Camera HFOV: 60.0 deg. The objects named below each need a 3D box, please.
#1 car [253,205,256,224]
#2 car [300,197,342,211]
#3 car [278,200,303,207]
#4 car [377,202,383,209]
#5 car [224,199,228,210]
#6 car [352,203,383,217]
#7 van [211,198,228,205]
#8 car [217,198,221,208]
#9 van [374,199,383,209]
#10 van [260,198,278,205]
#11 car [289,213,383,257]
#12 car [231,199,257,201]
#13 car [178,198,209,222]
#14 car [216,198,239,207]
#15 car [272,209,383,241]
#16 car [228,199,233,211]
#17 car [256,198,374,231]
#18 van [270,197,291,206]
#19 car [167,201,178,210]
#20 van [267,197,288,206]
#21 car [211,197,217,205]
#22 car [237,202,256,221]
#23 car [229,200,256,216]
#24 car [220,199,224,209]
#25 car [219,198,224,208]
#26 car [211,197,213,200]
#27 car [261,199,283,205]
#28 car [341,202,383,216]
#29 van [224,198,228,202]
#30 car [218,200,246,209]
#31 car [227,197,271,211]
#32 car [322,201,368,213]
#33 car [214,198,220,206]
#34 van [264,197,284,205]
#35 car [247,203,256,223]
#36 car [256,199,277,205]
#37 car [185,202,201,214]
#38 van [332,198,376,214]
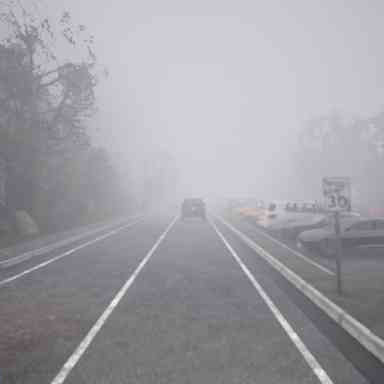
[{"bbox_3d":[7.060,1.791,21.949,5.366,1.575,1.946,0,0,0],"label":"car"},{"bbox_3d":[20.187,1.855,52.282,5.566,2.045,2.435,0,-1,0],"label":"car"},{"bbox_3d":[20.355,2.395,68.897,4.674,1.452,2.002,0,-1,0],"label":"car"},{"bbox_3d":[19.997,1.867,30.129,4.792,1.488,2.163,0,0,0],"label":"car"},{"bbox_3d":[7.095,2.022,44.147,4.792,1.488,2.163,0,-1,0],"label":"car"},{"bbox_3d":[20.103,1.911,35.793,4.792,1.488,2.163,0,0,1],"label":"car"},{"bbox_3d":[7.329,2.503,88.547,4.442,1.987,1.878,0,-2,0],"label":"van"},{"bbox_3d":[7.131,2.187,55.251,4.792,1.488,2.163,0,-1,0],"label":"car"},{"bbox_3d":[20.167,1.632,33.023,4.442,1.987,1.878,0,0,0],"label":"van"},{"bbox_3d":[20.407,2.489,88.273,4.442,1.987,1.878,0,-2,1],"label":"van"},{"bbox_3d":[6.774,1.772,13.623,4.792,1.488,2.163,0,0,0],"label":"car"},{"bbox_3d":[7.179,1.886,35.827,5.366,1.575,1.946,0,0,0],"label":"car"},{"bbox_3d":[0.135,1.561,30.392,2.150,2.045,5.566,0,-1,0],"label":"car"},{"bbox_3d":[7.248,2.239,69.132,4.553,1.767,2.185,0,-1,0],"label":"car"},{"bbox_3d":[6.833,1.760,16.399,5.008,1.535,2.097,0,0,0],"label":"car"},{"bbox_3d":[7.012,1.919,38.596,4.892,1.521,2.231,0,0,0],"label":"car"},{"bbox_3d":[6.880,1.526,19.176,5.566,2.045,2.435,0,0,0],"label":"car"},{"bbox_3d":[20.547,2.255,77.335,4.442,1.987,1.878,0,-1,0],"label":"van"},{"bbox_3d":[-3.159,2.201,56.152,1.812,1.442,4.674,0,-1,1],"label":"car"},{"bbox_3d":[20.569,2.294,79.979,4.442,1.987,1.878,0,-1,1],"label":"van"},{"bbox_3d":[7.070,2.321,66.356,5.366,1.575,1.946,0,-1,0],"label":"car"},{"bbox_3d":[6.737,1.826,27.505,5.366,1.575,1.946,0,0,0],"label":"car"},{"bbox_3d":[6.786,1.864,33.177,5.366,1.575,1.946,0,0,0],"label":"car"},{"bbox_3d":[7.084,2.105,49.699,4.792,1.488,2.163,0,-1,0],"label":"car"},{"bbox_3d":[7.107,2.146,52.475,4.792,1.488,2.163,0,-1,0],"label":"car"},{"bbox_3d":[7.321,2.448,74.682,5.008,1.535,2.097,0,-1,0],"label":"car"},{"bbox_3d":[20.505,2.629,85.496,5.008,1.535,2.097,0,-2,1],"label":"car"},{"bbox_3d":[20.126,1.938,38.432,4.792,1.488,2.163,0,-1,1],"label":"car"},{"bbox_3d":[7.206,1.808,46.926,4.442,1.987,1.878,0,-1,0],"label":"van"},{"bbox_3d":[7.214,2.242,60.803,4.892,1.521,2.231,0,-1,0],"label":"car"},{"bbox_3d":[7.073,1.828,41.376,4.553,1.767,2.185,0,-1,0],"label":"car"},{"bbox_3d":[20.149,1.983,43.970,5.008,1.535,2.097,0,-1,1],"label":"car"},{"bbox_3d":[6.999,2.196,58.029,5.366,1.575,1.946,0,-1,0],"label":"car"},{"bbox_3d":[20.361,2.338,82.884,4.442,1.987,1.878,0,-1,0],"label":"van"},{"bbox_3d":[6.905,1.813,24.727,4.892,1.521,2.231,0,0,0],"label":"car"},{"bbox_3d":[20.363,2.798,91.034,5.366,1.575,1.946,0,-2,0],"label":"car"},{"bbox_3d":[0.186,2.076,44.094,1.994,1.385,4.181,0,-1,0],"label":"car"},{"bbox_3d":[20.012,1.718,41.188,4.442,1.987,1.878,0,-1,0],"label":"van"}]
